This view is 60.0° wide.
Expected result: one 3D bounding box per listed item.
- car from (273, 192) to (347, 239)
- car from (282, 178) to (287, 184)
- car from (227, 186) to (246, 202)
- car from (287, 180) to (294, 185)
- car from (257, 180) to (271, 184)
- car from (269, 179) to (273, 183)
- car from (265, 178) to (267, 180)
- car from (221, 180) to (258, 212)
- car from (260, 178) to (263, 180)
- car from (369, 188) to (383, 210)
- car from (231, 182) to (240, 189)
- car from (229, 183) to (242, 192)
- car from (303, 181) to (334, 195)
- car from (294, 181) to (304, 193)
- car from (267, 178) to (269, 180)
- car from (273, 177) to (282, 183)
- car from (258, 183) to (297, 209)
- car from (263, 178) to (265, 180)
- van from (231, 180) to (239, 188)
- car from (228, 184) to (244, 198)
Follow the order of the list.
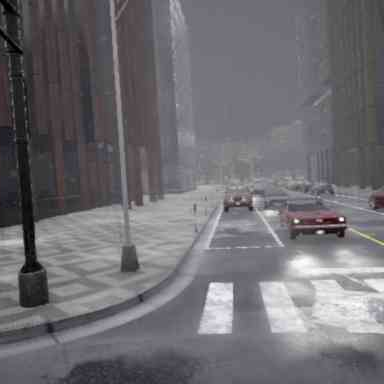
[{"bbox_3d":[4.557,0.932,13.223,1.895,1.301,4.718,-3,2,9],"label":"car"},{"bbox_3d":[15.182,-1.068,50.181,1.752,1.417,4.829,-3,2,7],"label":"car"},{"bbox_3d":[4.670,0.153,34.938,1.802,1.307,4.206,-3,2,7],"label":"car"},{"bbox_3d":[14.478,-0.814,44.624,1.887,1.381,4.507,-3,2,7],"label":"car"},{"bbox_3d":[8.093,-0.354,40.577,1.882,1.535,5.008,-3,2,8],"label":"car"},{"bbox_3d":[17.201,-1.952,66.174,2.192,1.841,5.009,-3,2,7],"label":"car"},{"bbox_3d":[18.605,-2.202,77.129,1.752,1.417,4.829,-3,2,7],"label":"car"},{"bbox_3d":[3.284,0.343,24.150,2.192,1.841,5.009,-3,2,7],"label":"car"},{"bbox_3d":[19.947,-2.730,87.737,1.967,1.590,4.097,-3,2,7],"label":"car"},{"bbox_3d":[11.050,0.223,17.673,1.967,1.590,4.097,-3,2,7],"label":"car"},{"bbox_3d":[9.460,-1.454,72.664,1.947,1.339,4.313,-3,2,7],"label":"car"},{"bbox_3d":[7.405,-0.789,56.495,2.008,1.369,4.403,-3,2,7],"label":"car"},{"bbox_3d":[13.109,-0.353,33.845,2.008,1.369,4.403,-3,2,7],"label":"car"},{"bbox_3d":[13.793,-0.587,39.234,1.887,1.381,4.507,-3,2,7],"label":"car"},{"bbox_3d":[17.900,-1.943,71.572,2.008,1.369,4.403,-3,2,7],"label":"car"},{"bbox_3d":[16.551,-1.523,60.960,1.752,1.417,4.829,-3,2,7],"label":"car"},{"bbox_3d":[6.073,0.381,24.880,2.033,1.411,5.357,-3,2,7],"label":"car"},{"bbox_3d":[19.269,-2.401,82.351,1.887,1.381,4.507,-3,2,7],"label":"car"},{"bbox_3d":[10.130,-1.904,78.046,1.690,1.788,3.998,-3,2,7],"label":"van"},{"bbox_3d":[5.329,-0.125,40.157,1.752,1.417,4.829,-3,2,7],"label":"car"}]
